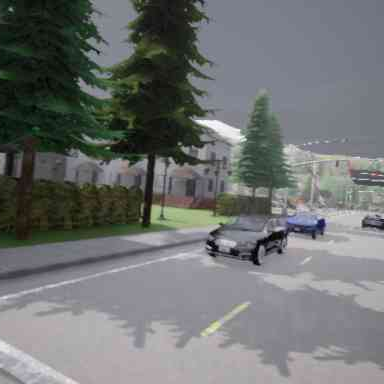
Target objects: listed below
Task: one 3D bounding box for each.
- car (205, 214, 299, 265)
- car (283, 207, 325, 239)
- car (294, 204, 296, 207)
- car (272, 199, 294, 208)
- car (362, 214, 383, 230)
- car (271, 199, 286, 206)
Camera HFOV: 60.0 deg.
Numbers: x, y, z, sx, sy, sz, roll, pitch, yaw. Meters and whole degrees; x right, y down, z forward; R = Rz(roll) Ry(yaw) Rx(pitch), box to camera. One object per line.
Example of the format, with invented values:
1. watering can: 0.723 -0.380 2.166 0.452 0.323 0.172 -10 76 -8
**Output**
1. car: 2.227 1.608 12.434 2.128 1.511 4.902 5 0 30
2. car: 7.387 2.003 21.522 1.882 1.535 5.008 5 0 30
3. car: 19.656 2.687 68.674 3.806 1.475 1.970 5 0 29
4. car: 17.531 2.226 66.070 3.866 1.878 1.905 5 0 29
5. car: 18.415 2.979 33.747 1.994 1.385 4.181 6 2 30
6. car: 23.863 2.873 92.003 3.633 1.501 1.845 5 0 29
